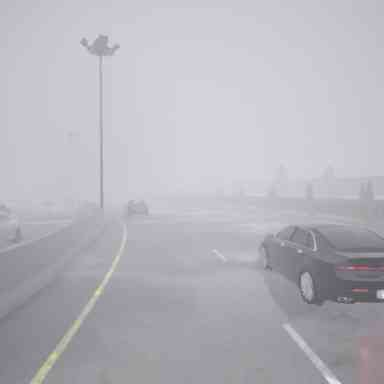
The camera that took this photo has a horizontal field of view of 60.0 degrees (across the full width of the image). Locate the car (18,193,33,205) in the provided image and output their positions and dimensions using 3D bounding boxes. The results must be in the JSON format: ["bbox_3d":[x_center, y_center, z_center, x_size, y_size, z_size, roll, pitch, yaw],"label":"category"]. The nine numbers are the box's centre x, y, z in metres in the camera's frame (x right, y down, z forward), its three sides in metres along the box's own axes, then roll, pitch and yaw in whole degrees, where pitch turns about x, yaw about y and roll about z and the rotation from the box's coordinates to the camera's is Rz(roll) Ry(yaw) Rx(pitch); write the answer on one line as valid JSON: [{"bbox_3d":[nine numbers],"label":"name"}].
[{"bbox_3d":[-31.031,1.262,62.010,2.150,2.045,5.566,-1,0,-26],"label":"car"}]

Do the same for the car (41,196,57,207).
[{"bbox_3d":[-22.218,1.354,51.558,2.097,1.767,4.553,-1,0,-25],"label":"car"}]

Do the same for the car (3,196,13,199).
[{"bbox_3d":[-38.691,1.500,69.921,2.128,1.511,4.902,-1,0,-26],"label":"car"}]

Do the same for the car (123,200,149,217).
[{"bbox_3d":[-5.142,1.428,30.298,2.128,1.511,4.902,0,0,-18],"label":"car"}]

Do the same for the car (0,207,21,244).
[{"bbox_3d":[-8.337,1.533,13.269,1.812,1.442,4.674,0,0,-10],"label":"car"}]

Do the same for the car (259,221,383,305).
[{"bbox_3d":[3.044,1.464,8.007,1.837,1.490,4.892,0,0,-5],"label":"car"}]

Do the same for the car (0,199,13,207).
[{"bbox_3d":[-14.233,1.515,23.627,2.128,1.511,4.902,0,0,-16],"label":"car"}]
